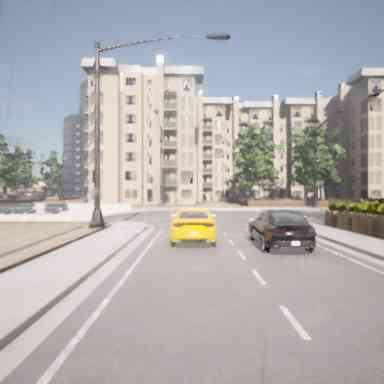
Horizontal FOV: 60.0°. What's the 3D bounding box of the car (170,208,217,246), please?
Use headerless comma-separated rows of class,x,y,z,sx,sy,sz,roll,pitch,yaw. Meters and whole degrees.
car,0.073,1.462,15.269,1.882,1.535,5.008,0,0,0

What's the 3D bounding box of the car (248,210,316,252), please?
car,3.567,1.492,13.796,1.837,1.490,4.892,0,0,0
